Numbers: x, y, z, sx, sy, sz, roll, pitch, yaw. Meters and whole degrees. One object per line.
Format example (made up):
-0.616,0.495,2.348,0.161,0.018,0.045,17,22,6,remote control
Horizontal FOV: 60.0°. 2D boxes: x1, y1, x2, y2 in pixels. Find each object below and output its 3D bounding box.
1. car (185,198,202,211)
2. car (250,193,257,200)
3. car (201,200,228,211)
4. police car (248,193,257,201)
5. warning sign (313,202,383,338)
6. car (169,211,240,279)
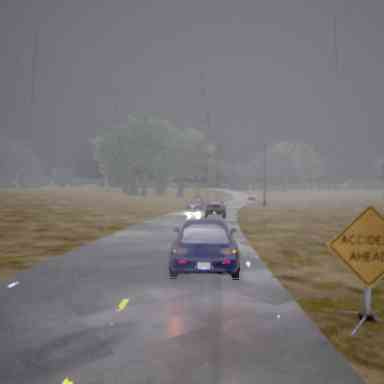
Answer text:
0.457,1.518,40.548,2.128,1.511,4.902,0,0,10,car
17.147,1.316,93.283,1.801,1.575,5.366,-2,2,11,car
2.243,1.530,30.932,1.837,1.490,4.892,0,0,7,car
15.013,1.460,83.325,1.930,1.638,5.238,0,1,14,police car
2.739,1.119,5.183,1.300,1.860,1.060,1,1,2,warning sign
0.386,1.530,9.978,1.812,1.442,4.674,0,0,3,car
